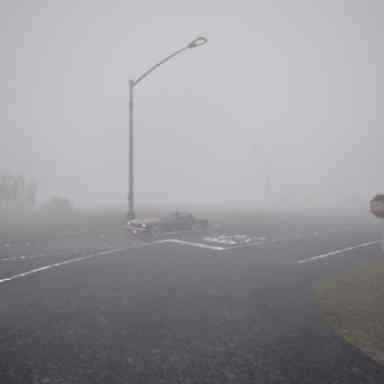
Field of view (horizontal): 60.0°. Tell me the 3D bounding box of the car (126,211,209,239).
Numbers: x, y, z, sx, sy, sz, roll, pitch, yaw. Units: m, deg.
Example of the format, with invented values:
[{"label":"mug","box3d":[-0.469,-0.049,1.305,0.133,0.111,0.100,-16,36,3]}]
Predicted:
[{"label":"car","box3d":[-1.309,1.761,18.673,4.718,1.301,1.895,0,0,-42]}]
